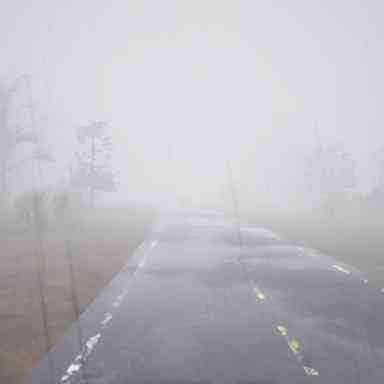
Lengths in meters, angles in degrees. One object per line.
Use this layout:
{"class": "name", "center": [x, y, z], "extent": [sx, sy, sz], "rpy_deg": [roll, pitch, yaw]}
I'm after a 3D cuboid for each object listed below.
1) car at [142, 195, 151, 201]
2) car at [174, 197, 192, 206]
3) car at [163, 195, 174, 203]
{"class": "car", "center": [-11.753, 1.465, 85.811], "extent": [1.837, 1.490, 4.892], "rpy_deg": [1, 0, -16]}
{"class": "car", "center": [-1.226, 1.554, 54.185], "extent": [1.837, 1.490, 4.892], "rpy_deg": [1, 0, -10]}
{"class": "car", "center": [-4.844, 1.381, 71.564], "extent": [2.097, 1.767, 4.553], "rpy_deg": [1, 0, -14]}
